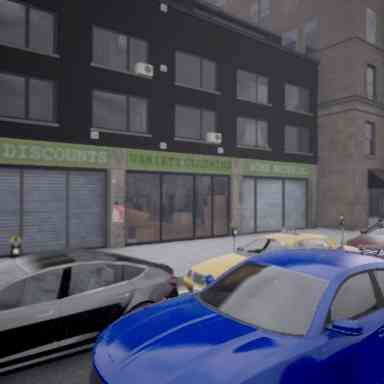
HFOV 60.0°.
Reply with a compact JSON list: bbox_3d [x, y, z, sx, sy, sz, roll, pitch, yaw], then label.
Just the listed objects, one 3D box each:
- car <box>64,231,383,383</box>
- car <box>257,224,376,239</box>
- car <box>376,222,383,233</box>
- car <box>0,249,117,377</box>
[{"bbox_3d":[1.330,1.497,4.019,5.008,1.535,1.882,0,0,-35],"label":"car"},{"bbox_3d":[2.082,1.561,7.667,4.829,1.417,1.752,0,0,-35],"label":"car"},{"bbox_3d":[6.633,1.649,10.901,4.206,1.307,1.802,0,0,-35],"label":"car"},{"bbox_3d":[-2.191,1.571,4.631,4.313,1.339,1.947,0,0,-35],"label":"car"}]
